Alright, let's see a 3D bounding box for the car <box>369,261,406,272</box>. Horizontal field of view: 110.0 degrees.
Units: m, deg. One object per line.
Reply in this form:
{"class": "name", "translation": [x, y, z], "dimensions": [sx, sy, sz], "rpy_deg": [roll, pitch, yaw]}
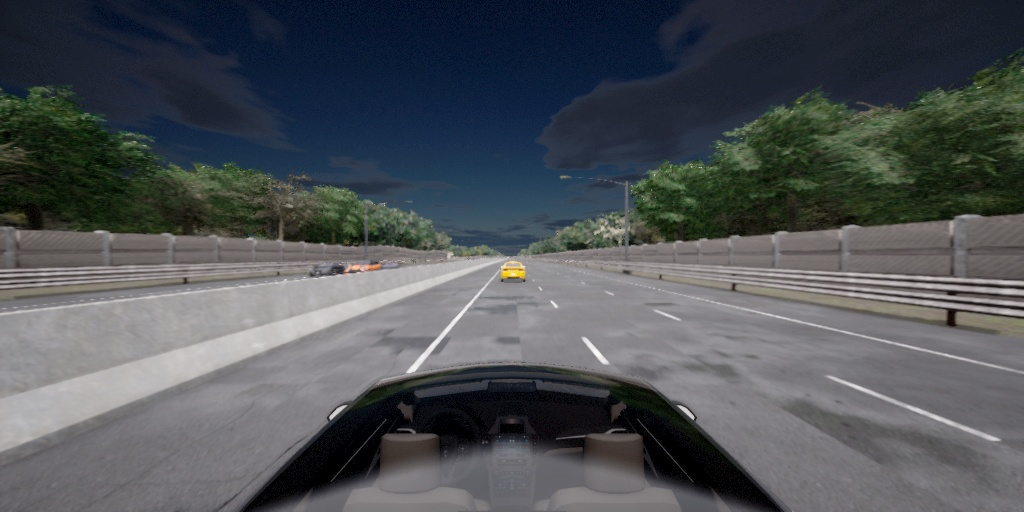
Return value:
{"class": "car", "translation": [-10.578, 1.322, 31.729], "dimensions": [1.994, 1.385, 4.181], "rpy_deg": [0, 0, 0]}

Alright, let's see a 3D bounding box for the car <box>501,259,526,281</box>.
{"class": "car", "translation": [0.098, 1.235, 29.746], "dimensions": [1.882, 1.535, 5.008], "rpy_deg": [0, 0, 0]}

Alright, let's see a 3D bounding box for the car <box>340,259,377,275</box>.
{"class": "car", "translation": [-14.072, 1.110, 34.284], "dimensions": [2.097, 1.767, 4.553], "rpy_deg": [0, 0, 0]}

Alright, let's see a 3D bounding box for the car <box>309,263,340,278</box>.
{"class": "car", "translation": [-17.572, 1.323, 34.450], "dimensions": [1.994, 1.385, 4.181], "rpy_deg": [0, 0, 0]}
